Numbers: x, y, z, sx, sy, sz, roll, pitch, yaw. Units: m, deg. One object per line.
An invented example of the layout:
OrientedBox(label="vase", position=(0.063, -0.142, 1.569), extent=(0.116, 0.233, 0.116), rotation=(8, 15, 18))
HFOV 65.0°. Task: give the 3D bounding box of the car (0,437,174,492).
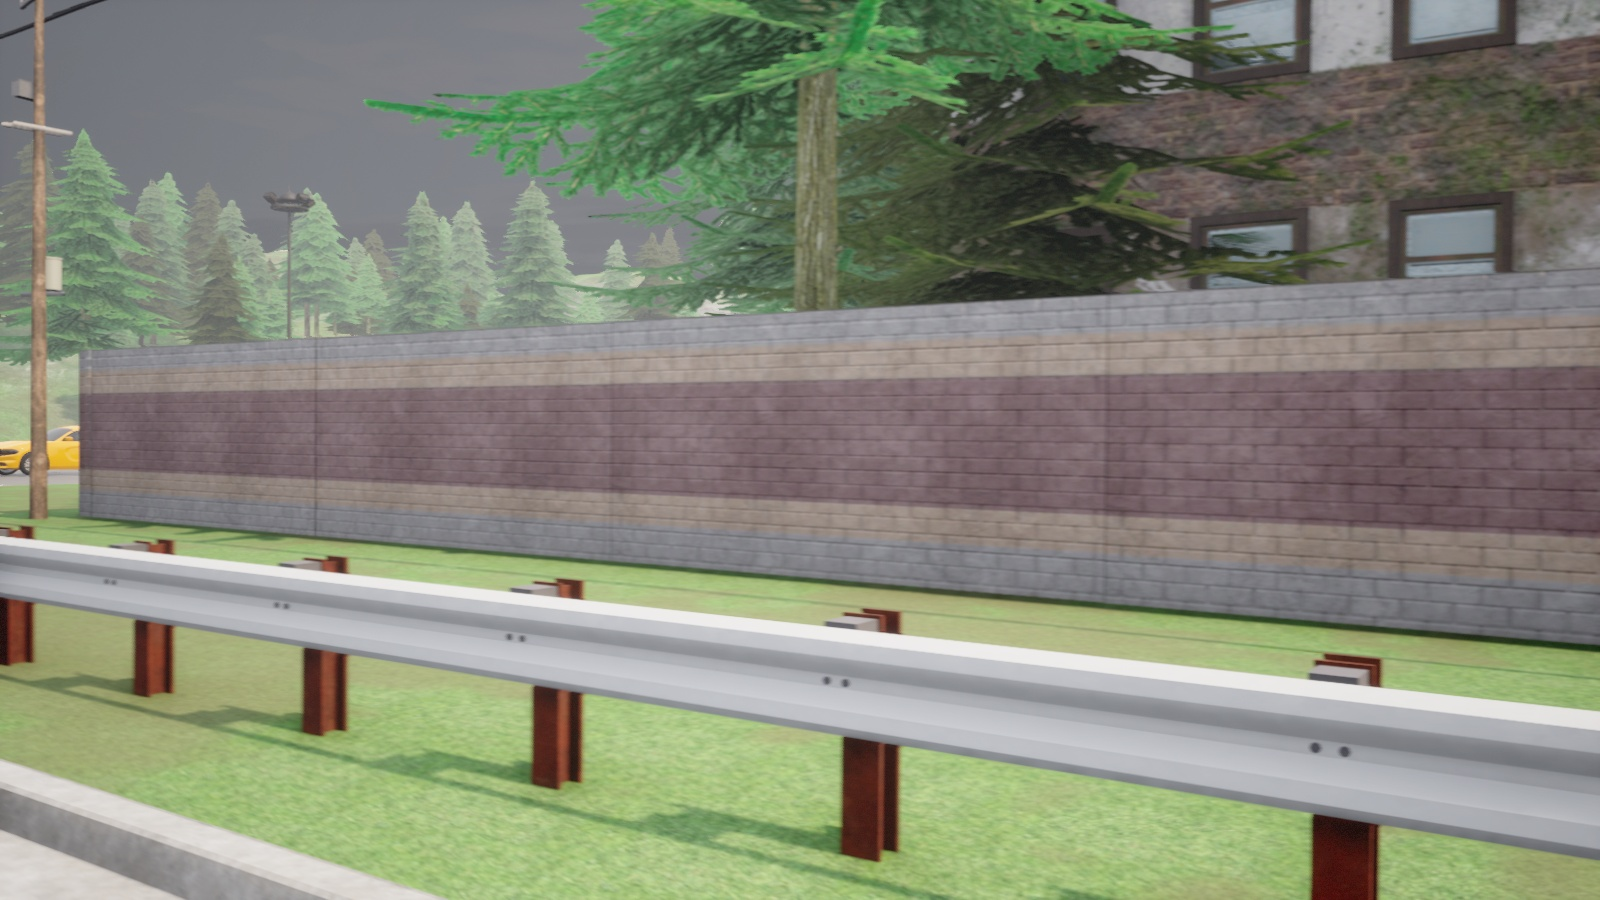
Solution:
OrientedBox(label="car", position=(-22.117, 0.385, 38.392), extent=(1.882, 1.535, 5.008), rotation=(0, 1, 34))
